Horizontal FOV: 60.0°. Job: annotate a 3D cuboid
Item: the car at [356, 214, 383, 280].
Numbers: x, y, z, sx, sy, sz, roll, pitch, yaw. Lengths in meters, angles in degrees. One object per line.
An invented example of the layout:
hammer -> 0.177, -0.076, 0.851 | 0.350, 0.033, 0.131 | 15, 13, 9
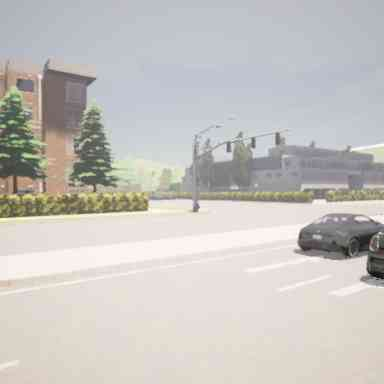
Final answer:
car -> 6.485, 1.273, 8.532 | 4.553, 1.767, 2.097 | -1, 0, -36

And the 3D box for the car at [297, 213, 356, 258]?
car -> 5.827, 1.471, 12.407 | 4.181, 1.385, 1.994 | -1, 0, -37

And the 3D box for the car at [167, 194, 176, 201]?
car -> -5.496, 1.244, 76.573 | 1.994, 1.385, 4.181 | -1, 0, -35

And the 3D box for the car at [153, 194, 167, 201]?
car -> -8.271, 1.244, 74.434 | 2.128, 1.511, 4.902 | -1, 0, -35

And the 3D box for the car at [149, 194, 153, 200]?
car -> -10.892, 1.246, 72.071 | 1.837, 1.490, 4.892 | -1, 0, -35
